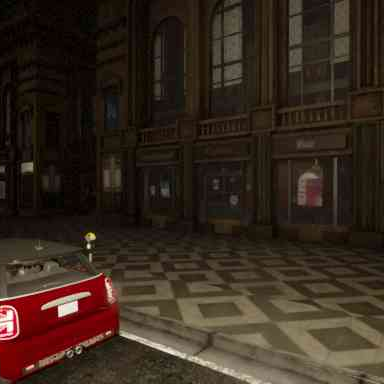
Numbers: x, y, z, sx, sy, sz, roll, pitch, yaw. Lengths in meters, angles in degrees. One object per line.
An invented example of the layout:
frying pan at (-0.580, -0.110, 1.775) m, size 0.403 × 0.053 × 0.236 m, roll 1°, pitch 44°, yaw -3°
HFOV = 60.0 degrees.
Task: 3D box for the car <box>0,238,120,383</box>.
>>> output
car at (-3.080, 1.440, 5.165) m, size 4.097 × 1.590 × 1.967 m, roll 0°, pitch 0°, yaw 36°
